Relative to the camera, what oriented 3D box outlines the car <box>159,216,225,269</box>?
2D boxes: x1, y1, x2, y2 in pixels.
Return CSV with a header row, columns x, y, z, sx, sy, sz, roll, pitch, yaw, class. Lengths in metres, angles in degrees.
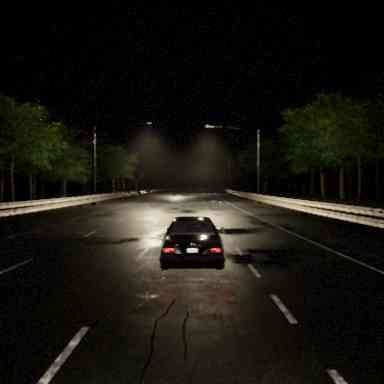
x,y,z,sx,sy,sz,roll,pitch,yaw,class
0.002,1.512,10.922,2.033,1.411,5.357,0,0,0,car
